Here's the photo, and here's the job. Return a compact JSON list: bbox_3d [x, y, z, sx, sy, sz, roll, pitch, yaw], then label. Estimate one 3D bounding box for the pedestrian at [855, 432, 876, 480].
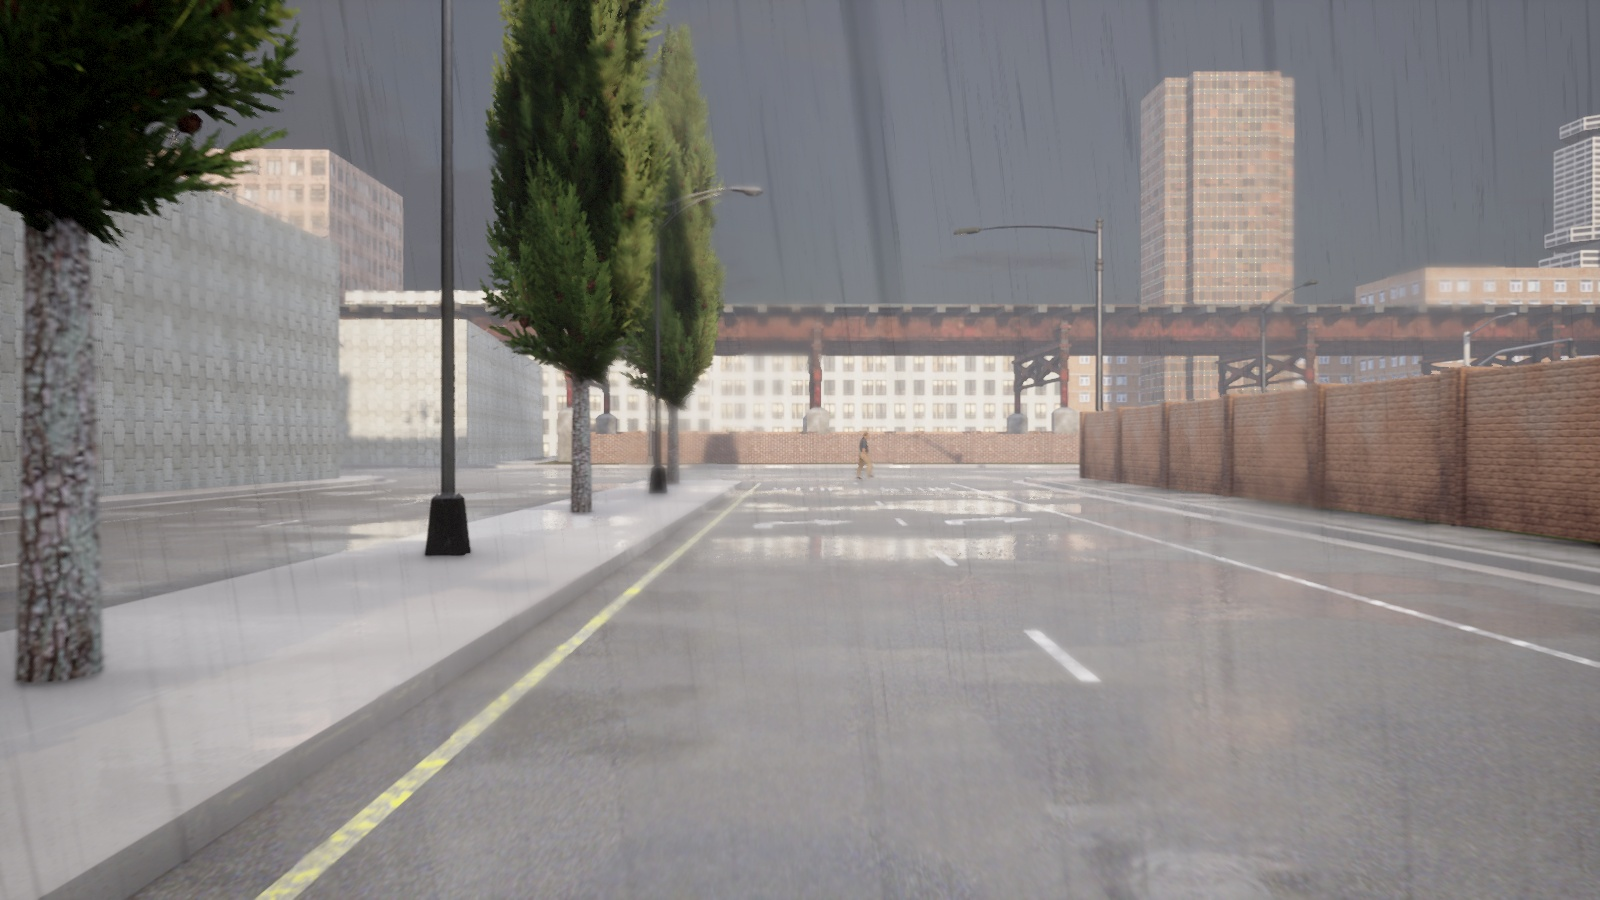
[{"bbox_3d":[2.520,0.223,48.052,0.694,1.848,0.540,0,0,-11],"label":"pedestrian"}]
